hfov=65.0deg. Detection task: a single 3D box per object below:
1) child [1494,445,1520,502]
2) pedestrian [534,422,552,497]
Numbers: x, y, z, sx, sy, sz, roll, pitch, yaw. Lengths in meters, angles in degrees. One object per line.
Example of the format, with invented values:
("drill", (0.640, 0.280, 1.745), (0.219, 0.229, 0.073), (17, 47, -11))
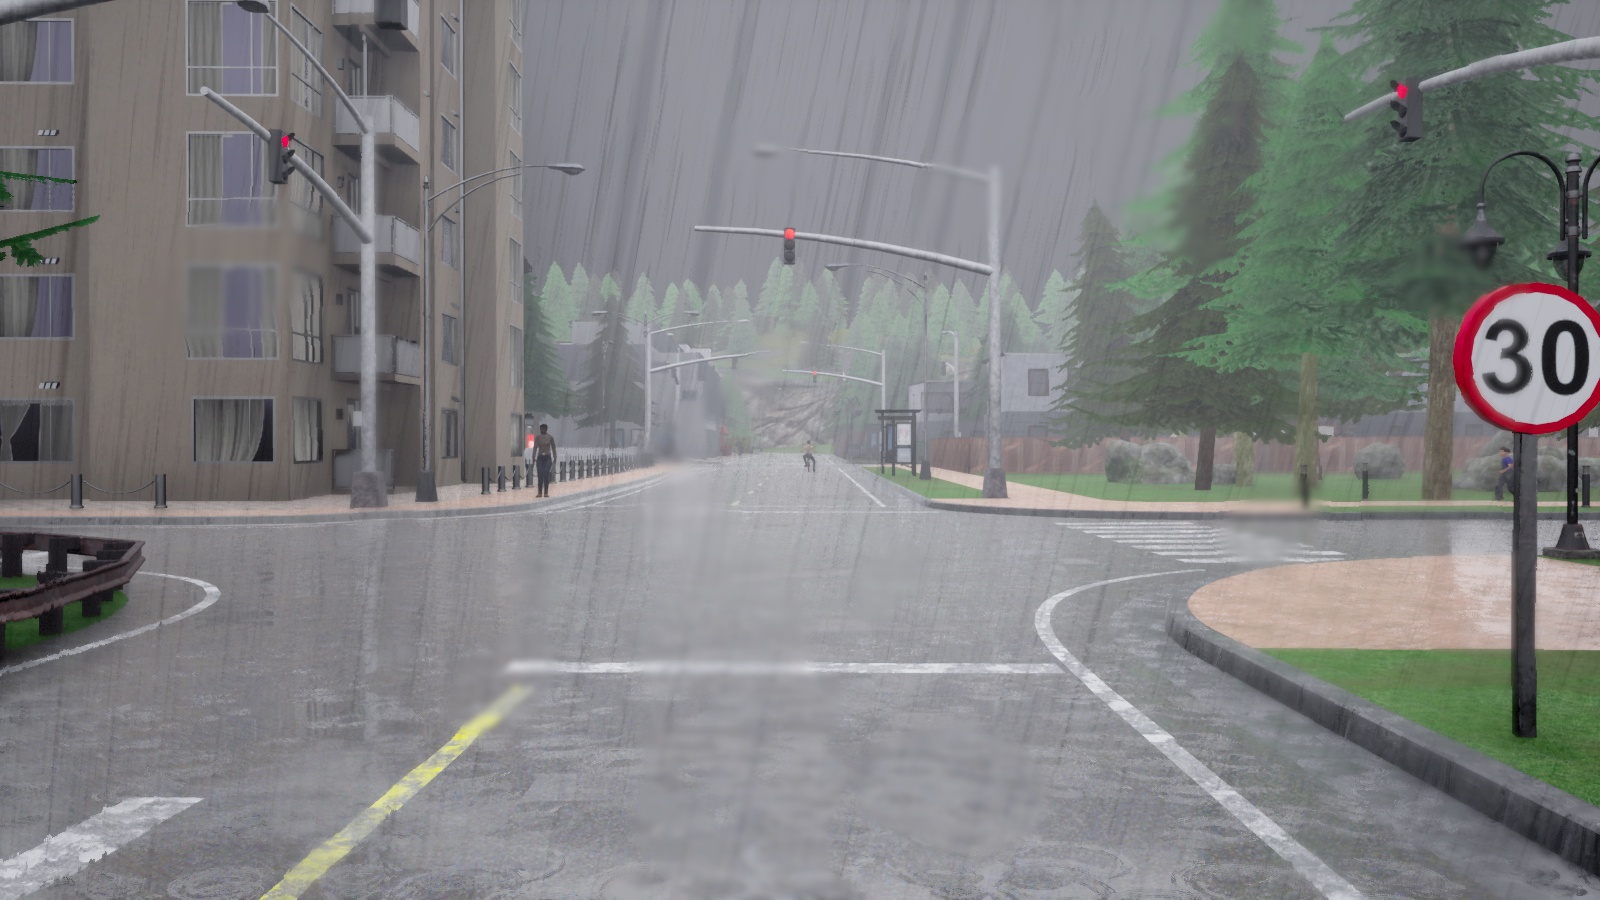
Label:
("child", (15.715, 0.522, 27.918), (0.437, 1.263, 0.270), (0, 0, -1))
("pedestrian", (-6.340, 0.227, 30.944), (0.328, 1.805, 0.869), (0, 0, -5))
